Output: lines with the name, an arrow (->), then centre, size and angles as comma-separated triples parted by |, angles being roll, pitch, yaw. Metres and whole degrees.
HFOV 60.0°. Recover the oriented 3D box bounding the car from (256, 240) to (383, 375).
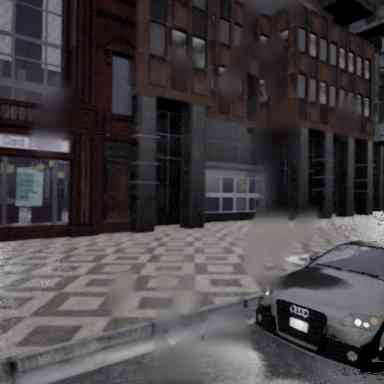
car -> 3.039, 1.559, 5.526 | 4.181, 1.385, 1.994 | 0, 0, -35
